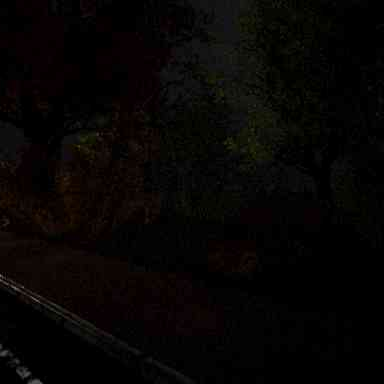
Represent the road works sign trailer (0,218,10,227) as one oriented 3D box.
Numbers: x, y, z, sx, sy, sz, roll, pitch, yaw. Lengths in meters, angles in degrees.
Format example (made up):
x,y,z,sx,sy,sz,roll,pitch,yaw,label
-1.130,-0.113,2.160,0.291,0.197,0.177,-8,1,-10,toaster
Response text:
x,y,z,sx,sy,sz,roll,pitch,yaw,label
-6.450,1.019,6.974,2.380,2.880,3.560,43,-6,-3,road works sign trailer
